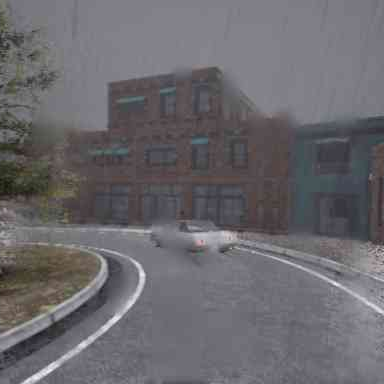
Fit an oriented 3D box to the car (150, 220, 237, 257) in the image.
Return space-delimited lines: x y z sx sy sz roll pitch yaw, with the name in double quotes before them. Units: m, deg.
"car" -0.180 1.812 13.937 1.895 1.301 4.718 1 -2 -27
